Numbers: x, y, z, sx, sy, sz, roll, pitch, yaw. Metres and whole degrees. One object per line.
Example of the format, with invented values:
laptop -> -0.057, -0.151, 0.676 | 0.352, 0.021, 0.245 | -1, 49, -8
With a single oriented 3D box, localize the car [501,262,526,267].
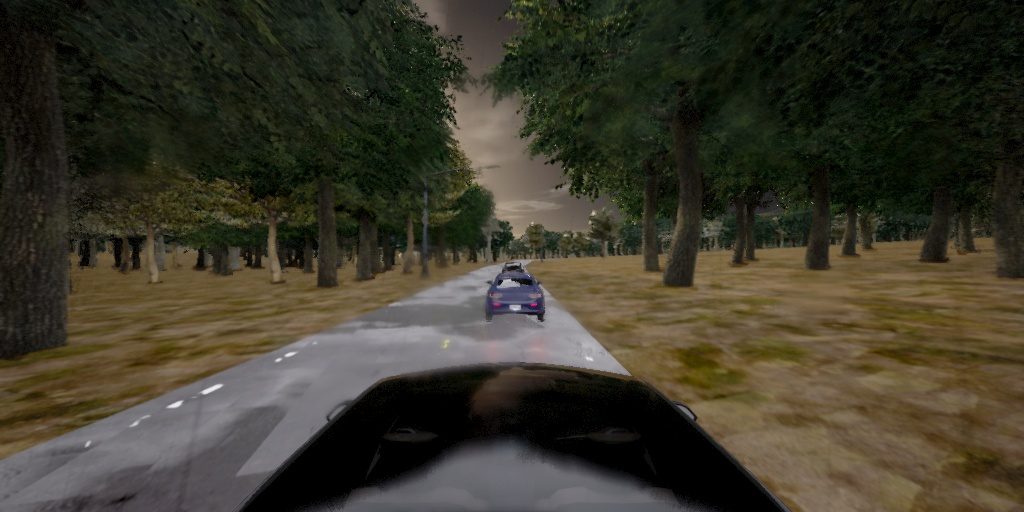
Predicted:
car -> 0.102, 1.251, 30.266 | 1.837, 1.490, 4.892 | 0, 0, 0

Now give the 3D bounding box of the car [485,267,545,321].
car -> 0.099, 1.275, 12.342 | 1.812, 1.442, 4.674 | 0, 0, 0
